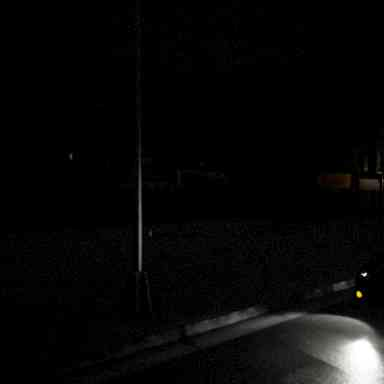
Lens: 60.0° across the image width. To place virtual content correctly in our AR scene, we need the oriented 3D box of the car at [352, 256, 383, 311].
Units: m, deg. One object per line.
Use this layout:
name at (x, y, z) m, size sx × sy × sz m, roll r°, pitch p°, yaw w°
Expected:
car at (5.066, 1.553, 6.622) m, size 4.181 × 1.385 × 1.994 m, roll 0°, pitch 0°, yaw -35°
